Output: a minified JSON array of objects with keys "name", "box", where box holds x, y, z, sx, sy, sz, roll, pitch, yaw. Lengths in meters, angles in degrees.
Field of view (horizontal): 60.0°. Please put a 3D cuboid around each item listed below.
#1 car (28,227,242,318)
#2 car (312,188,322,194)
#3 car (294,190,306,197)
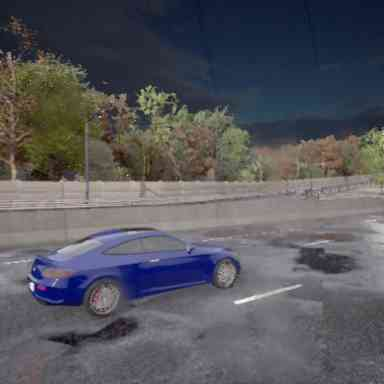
[{"name":"car","box":[-1.003,1.501,7.330,4.674,1.442,1.812,-1,0,-35]},{"name":"car","box":[32.459,-0.345,86.375,1.882,1.535,5.008,0,2,34]},{"name":"car","box":[23.795,0.300,73.146,1.812,1.442,4.674,0,1,32]}]
